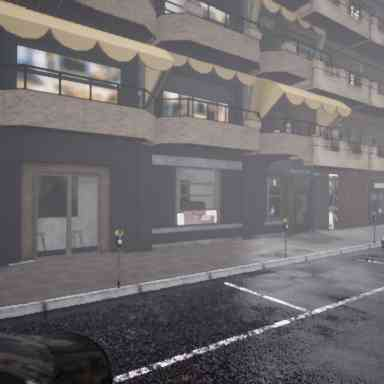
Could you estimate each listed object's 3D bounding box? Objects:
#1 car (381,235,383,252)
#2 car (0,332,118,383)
[{"bbox_3d":[8.558,1.552,12.072,4.403,1.369,2.008,0,0,-35],"label":"car"},{"bbox_3d":[-2.506,1.525,1.298,4.674,1.442,1.812,0,0,-35],"label":"car"}]
